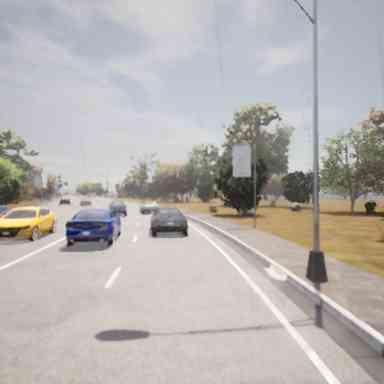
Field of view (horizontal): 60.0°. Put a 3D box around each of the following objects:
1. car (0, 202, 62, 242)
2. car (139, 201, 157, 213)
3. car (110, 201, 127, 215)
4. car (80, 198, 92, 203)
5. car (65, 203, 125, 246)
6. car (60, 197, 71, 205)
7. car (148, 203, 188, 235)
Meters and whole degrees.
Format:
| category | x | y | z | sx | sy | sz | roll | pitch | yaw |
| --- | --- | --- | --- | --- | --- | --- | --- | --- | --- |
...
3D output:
| category | x | y | z | sx | sy | sz | roll | pitch | yaw |
| --- | --- | --- | --- | --- | --- | --- | --- | --- | --- |
| car | -8.307 | 1.502 | 16.756 | 1.882 | 1.535 | 5.008 | 0 | 0 | -7 |
| car | -4.733 | 1.633 | 36.755 | 1.895 | 1.301 | 4.718 | 0 | 0 | -14 |
| car | -7.547 | 1.579 | 33.566 | 2.033 | 1.411 | 5.357 | 0 | 0 | -13 |
| car | -17.880 | 1.653 | 56.134 | 1.895 | 1.301 | 4.718 | 0 | 0 | -18 |
| car | -4.454 | 1.495 | 15.608 | 1.882 | 1.535 | 5.008 | 0 | 0 | -6 |
| car | -23.222 | 1.655 | 61.052 | 1.895 | 1.301 | 4.718 | 0 | 0 | -19 |
| car | -1.363 | 1.579 | 18.992 | 1.994 | 1.385 | 4.181 | 0 | 0 | -7 |
